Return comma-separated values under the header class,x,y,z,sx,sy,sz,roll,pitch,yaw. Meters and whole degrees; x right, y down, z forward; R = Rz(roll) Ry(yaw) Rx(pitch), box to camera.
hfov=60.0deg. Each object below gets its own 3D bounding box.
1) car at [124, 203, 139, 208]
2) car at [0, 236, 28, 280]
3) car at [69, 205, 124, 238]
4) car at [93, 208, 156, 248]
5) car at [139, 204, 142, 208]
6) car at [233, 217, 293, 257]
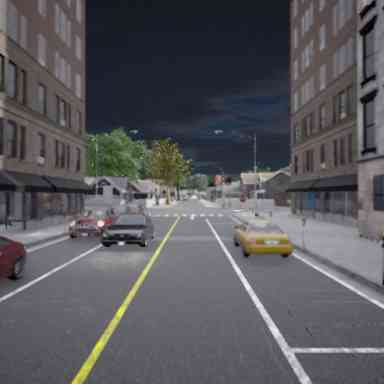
class,x,y,z,sx,sy,sz,roll,pitch,yaw
car,-5.382,1.705,24.224,1.967,1.590,4.097,0,-1,0
car,-5.395,1.668,7.712,1.802,1.307,4.206,0,-1,0
car,-5.386,1.645,18.721,1.967,1.590,4.097,0,-1,0
car,-2.843,1.723,16.054,2.033,1.411,5.357,0,-1,0
car,-5.377,1.764,29.727,1.967,1.590,4.097,0,-1,0
car,2.657,1.671,13.384,1.752,1.417,4.829,0,-1,0
